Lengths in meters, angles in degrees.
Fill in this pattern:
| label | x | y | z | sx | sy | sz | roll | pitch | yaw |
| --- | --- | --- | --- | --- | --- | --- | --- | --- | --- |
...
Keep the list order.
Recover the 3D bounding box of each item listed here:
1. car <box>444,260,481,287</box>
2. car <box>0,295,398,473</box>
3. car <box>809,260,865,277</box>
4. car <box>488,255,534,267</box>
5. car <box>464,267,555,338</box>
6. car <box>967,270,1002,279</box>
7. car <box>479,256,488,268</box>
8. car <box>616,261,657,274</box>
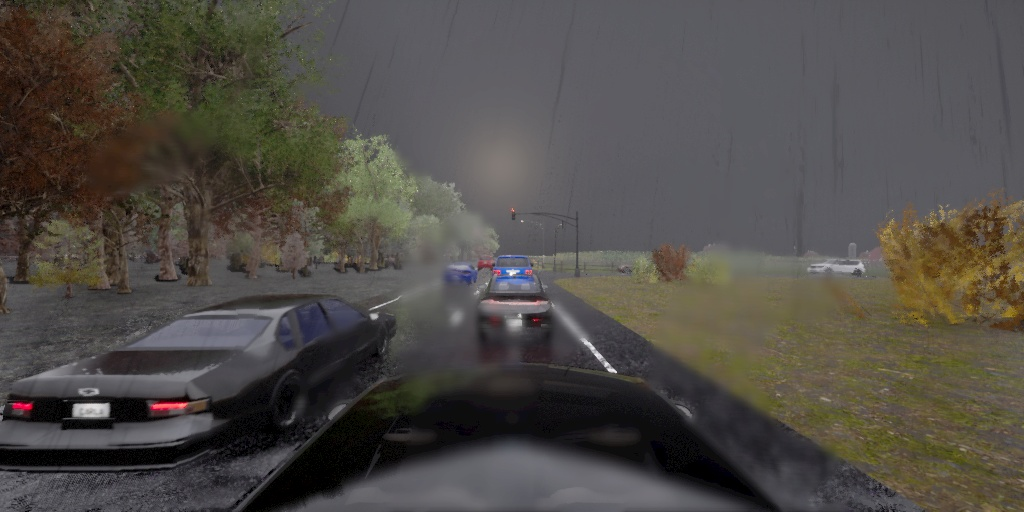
| label | x | y | z | sx | sy | sz | roll | pitch | yaw |
| --- | --- | --- | --- | --- | --- | --- | --- | --- | --- |
| car | -3.481 | 1.233 | 24.952 | 1.882 | 1.535 | 5.008 | 0 | 0 | 0 |
| car | -3.409 | 1.298 | 5.409 | 2.033 | 1.411 | 5.357 | 0 | 0 | 0 |
| car | 39.212 | 1.459 | 43.314 | 5.566 | 2.045 | 2.150 | 1 | -1 | 0 |
| car | 0.038 | 0.976 | 20.059 | 2.150 | 2.045 | 5.566 | 0 | 0 | 0 |
| car | 0.074 | 1.244 | 10.142 | 2.128 | 1.511 | 4.902 | 0 | 0 | 0 |
| car | 51.214 | 1.833 | 39.671 | 4.674 | 1.442 | 1.812 | 1 | -1 | 1 |
| car | -3.572 | 0.979 | 50.540 | 2.150 | 2.045 | 5.566 | 0 | 0 | 0 |
| car | 15.076 | 1.328 | 43.470 | 4.553 | 1.767 | 2.097 | 1 | -1 | 2 |
